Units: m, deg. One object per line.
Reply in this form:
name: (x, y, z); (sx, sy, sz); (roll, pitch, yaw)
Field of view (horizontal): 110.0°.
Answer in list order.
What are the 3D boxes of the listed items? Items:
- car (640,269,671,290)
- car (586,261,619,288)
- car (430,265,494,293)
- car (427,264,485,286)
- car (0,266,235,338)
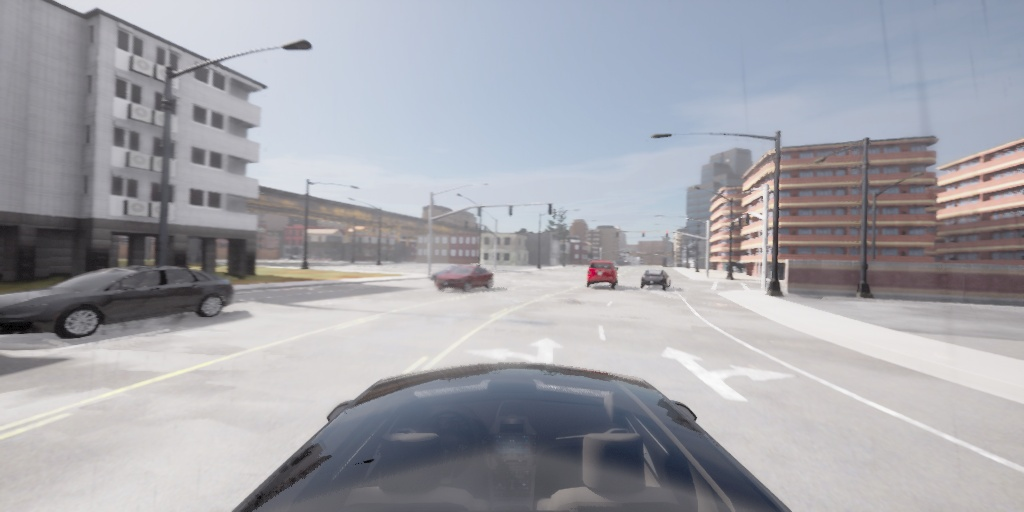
car: (11.668, 1.822, 29.012); (2.128, 1.511, 4.902); (1, 0, 29)
car: (7.332, 1.428, 28.998); (2.150, 2.045, 5.566); (2, 0, 19)
car: (-2.771, 1.328, 22.110); (1.882, 1.535, 5.008); (1, -1, 21)
car: (-4.205, 1.409, 28.071); (2.033, 1.411, 5.357); (1, -1, 21)
car: (-9.918, 1.030, 9.316); (1.837, 1.490, 4.892); (1, -1, 9)
